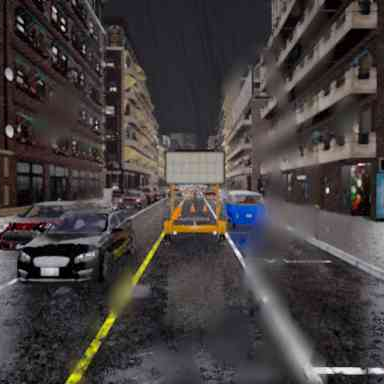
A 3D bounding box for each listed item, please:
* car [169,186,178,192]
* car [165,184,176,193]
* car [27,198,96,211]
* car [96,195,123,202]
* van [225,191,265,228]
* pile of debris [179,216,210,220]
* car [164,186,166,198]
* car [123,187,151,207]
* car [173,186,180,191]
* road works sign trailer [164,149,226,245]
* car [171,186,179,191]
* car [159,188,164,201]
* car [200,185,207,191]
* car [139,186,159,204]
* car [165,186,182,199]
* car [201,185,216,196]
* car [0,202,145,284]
[{"bbox_3d":[-4.620,-0.791,84.276,2.008,1.369,4.403,1,2,0],"label":"car"},{"bbox_3d":[-4.707,-0.718,73.176,2.192,1.841,5.009,1,2,0],"label":"car"},{"bbox_3d":[-5.207,1.100,12.166,1.967,1.590,4.097,1,2,0],"label":"car"},{"bbox_3d":[-5.164,1.036,17.545,1.752,1.417,4.829,1,2,0],"label":"car"},{"bbox_3d":[2.720,0.850,17.665,1.690,1.788,3.998,1,2,0],"label":"van"},{"bbox_3d":[0.166,1.596,20.509,1.860,0.140,1.500,0,2,0],"label":"pile of debris"},{"bbox_3d":[-4.892,0.167,50.997,1.802,1.307,4.206,1,2,0],"label":"car"},{"bbox_3d":[-5.071,0.640,28.806,1.967,1.590,4.097,1,2,0],"label":"car"},{"bbox_3d":[-4.530,-1.069,95.370,1.802,1.307,4.206,1,2,0],"label":"car"},{"bbox_3d":[0.117,0.088,13.467,2.380,3.560,2.880,0,2,0],"label":"road works sign trailer"},{"bbox_3d":[-4.575,-0.931,89.823,1.947,1.339,4.313,1,2,0],"label":"car"},{"bbox_3d":[-4.979,0.207,39.897,2.192,1.841,5.009,1,2,0],"label":"car"},{"bbox_3d":[3.352,-1.209,95.324,1.967,1.590,4.097,1,2,0],"label":"car"},{"bbox_3d":[-5.024,0.361,34.350,2.192,1.841,5.009,1,2,0],"label":"car"},{"bbox_3d":[-2.438,0.172,48.789,1.812,1.442,4.674,0,2,1],"label":"car"},{"bbox_3d":[3.035,-0.127,56.496,1.967,1.590,4.097,1,2,0],"label":"car"},{"bbox_3d":[-2.778,1.239,8.982,2.128,1.511,4.902,0,2,0],"label":"car"}]
